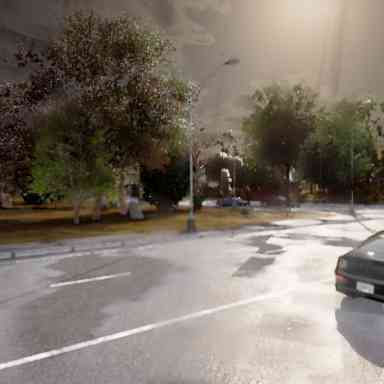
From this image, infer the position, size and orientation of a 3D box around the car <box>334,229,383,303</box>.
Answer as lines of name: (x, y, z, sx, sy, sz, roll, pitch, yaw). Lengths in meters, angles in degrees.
car: (4.906, 1.480, 7.103, 4.674, 1.442, 1.812, -1, 0, -35)

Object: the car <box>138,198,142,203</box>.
car: (-8.413, 1.288, 62.853, 1.837, 1.490, 4.892, -1, 0, -37)

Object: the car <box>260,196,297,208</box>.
car: (11.135, 1.221, 43.020, 1.882, 1.535, 5.008, -1, 0, -38)

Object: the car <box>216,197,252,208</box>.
car: (5.489, 1.322, 44.625, 2.033, 1.411, 5.357, -1, 0, -38)
